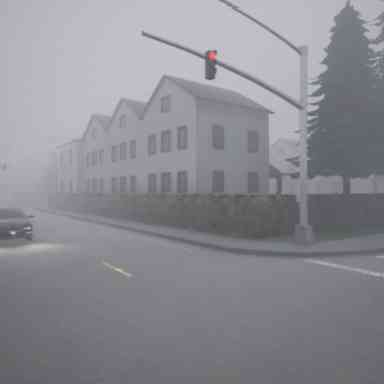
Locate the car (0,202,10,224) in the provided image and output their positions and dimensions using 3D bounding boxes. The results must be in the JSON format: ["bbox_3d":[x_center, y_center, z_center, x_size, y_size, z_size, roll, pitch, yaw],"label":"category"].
[{"bbox_3d":[-15.257,1.560,25.093,2.033,1.411,5.357,0,0,-35],"label":"car"}]

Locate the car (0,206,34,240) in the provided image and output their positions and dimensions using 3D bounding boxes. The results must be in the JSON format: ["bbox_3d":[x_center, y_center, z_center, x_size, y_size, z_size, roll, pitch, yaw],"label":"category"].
[{"bbox_3d":[-9.044,1.509,16.232,1.837,1.490,4.892,0,0,-35],"label":"car"}]
